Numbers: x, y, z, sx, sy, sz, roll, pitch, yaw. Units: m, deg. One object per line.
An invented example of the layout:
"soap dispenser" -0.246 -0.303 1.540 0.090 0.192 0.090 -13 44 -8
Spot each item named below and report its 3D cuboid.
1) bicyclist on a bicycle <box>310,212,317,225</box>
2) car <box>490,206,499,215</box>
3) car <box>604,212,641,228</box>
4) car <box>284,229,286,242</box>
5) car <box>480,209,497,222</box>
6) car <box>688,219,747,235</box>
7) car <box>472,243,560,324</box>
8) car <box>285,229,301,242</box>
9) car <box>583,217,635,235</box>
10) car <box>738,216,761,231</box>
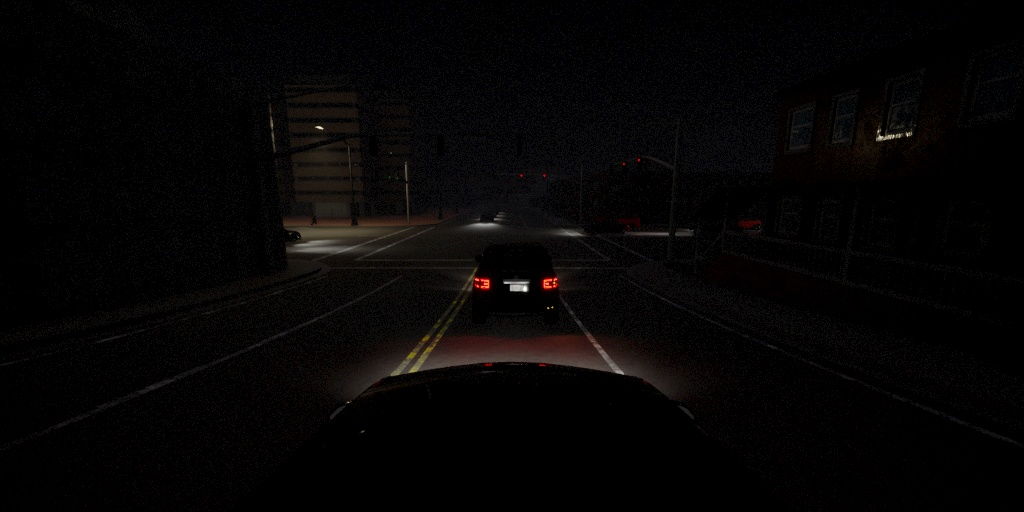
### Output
"bicyclist on a bicycle" -25.382 -4.785 45.846 0.582 1.620 1.656 0 10 0
"car" -3.730 -7.450 62.862 1.812 1.442 4.674 0 10 0
"car" 11.496 -3.882 40.182 5.566 2.045 2.150 0 10 1
"car" -19.915 -1.232 26.177 4.902 1.511 2.128 0 10 0
"car" -3.732 -5.881 54.116 1.895 1.301 4.718 0 10 0
"car" 20.744 -2.901 36.724 4.718 1.301 1.895 0 10 0
"car" 0.062 0.602 10.736 2.150 2.045 5.566 0 4 -1
"car" -20.109 -1.806 29.621 4.892 1.490 1.837 0 10 0
"car" 9.641 -2.969 36.642 4.674 1.442 1.812 0 10 -1
"car" 25.151 -3.733 40.128 4.553 1.767 2.097 0 10 0
